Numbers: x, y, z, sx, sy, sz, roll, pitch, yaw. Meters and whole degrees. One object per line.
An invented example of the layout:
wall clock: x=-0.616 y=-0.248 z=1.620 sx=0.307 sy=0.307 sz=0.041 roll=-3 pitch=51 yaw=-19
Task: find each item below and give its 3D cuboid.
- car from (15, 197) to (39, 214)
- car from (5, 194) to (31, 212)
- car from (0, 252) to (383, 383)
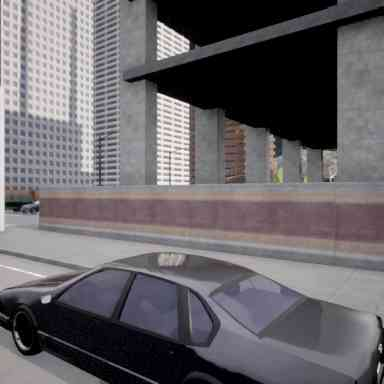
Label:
car: x=-15.766 y=1.526 z=35.386 sx=1.812 sy=1.442 sz=4.674 roll=0 pitch=0 yaw=36
car: x=-19.907 y=1.221 z=35.664 sx=2.150 sy=2.045 sz=5.566 roll=0 pitch=0 yaw=36
car: x=-0.449 y=1.547 z=4.312 sx=5.357 sy=1.411 sz=2.033 roll=0 pitch=0 yaw=35
